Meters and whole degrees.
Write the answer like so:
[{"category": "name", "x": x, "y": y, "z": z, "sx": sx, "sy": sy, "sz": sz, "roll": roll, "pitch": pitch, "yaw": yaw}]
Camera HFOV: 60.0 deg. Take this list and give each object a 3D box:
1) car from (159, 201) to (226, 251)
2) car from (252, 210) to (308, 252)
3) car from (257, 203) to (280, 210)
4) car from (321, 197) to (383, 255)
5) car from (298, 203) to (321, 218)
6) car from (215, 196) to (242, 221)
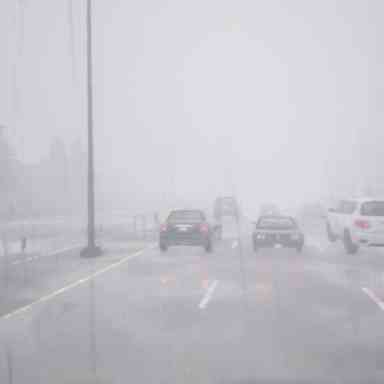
[{"category": "car", "x": 0.093, "y": 1.457, "z": 14.792, "sx": 2.097, "sy": 1.767, "sz": 4.553, "roll": -1, "pitch": -1, "yaw": 12}, {"category": "car", "x": 3.530, "y": 1.657, "z": 14.120, "sx": 1.895, "sy": 1.301, "sz": 4.718, "roll": -1, "pitch": 0, "yaw": 12}, {"category": "car", "x": 6.607, "y": 1.668, "z": 28.615, "sx": 2.033, "sy": 1.411, "sz": 5.357, "roll": -1, "pitch": 0, "yaw": 12}, {"category": "car", "x": 6.934, "y": 1.222, "z": 13.330, "sx": 2.150, "sy": 2.045, "sz": 5.566, "roll": -1, "pitch": 0, "yaw": 11}, {"category": "car", "x": 10.028, "y": 1.617, "z": 27.878, "sx": 2.033, "sy": 1.411, "sz": 5.357, "roll": -1, "pitch": 0, "yaw": 12}, {"category": "car", "x": 3.189, "y": 1.388, "z": 29.389, "sx": 2.150, "sy": 2.045, "sz": 5.566, "roll": -1, "pitch": 0, "yaw": 12}]
